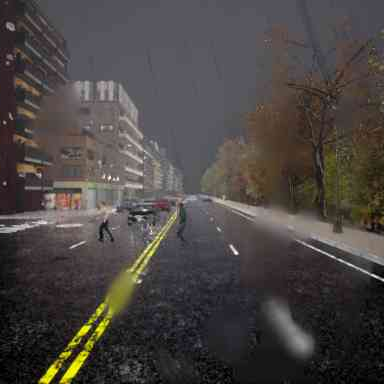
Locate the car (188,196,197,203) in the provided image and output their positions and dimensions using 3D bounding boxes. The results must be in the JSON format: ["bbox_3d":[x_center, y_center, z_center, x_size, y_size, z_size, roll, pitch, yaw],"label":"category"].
[{"bbox_3d":[0.014,1.605,70.241,1.895,1.301,4.718,0,0,0],"label":"car"}]

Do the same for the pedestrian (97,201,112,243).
[{"bbox_3d":[-3.859,1.300,14.666,0.375,1.860,0.375,0,0,0],"label":"pedestrian"}]

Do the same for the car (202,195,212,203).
[{"bbox_3d":[3.264,1.605,70.241,1.895,1.301,4.718,0,0,0],"label":"car"}]

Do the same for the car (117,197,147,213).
[{"bbox_3d":[-6.732,1.356,36.538,2.097,1.767,4.553,0,0,3],"label":"car"}]

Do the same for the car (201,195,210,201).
[{"bbox_3d":[3.266,1.473,80.211,2.033,1.411,5.357,0,0,0],"label":"car"}]

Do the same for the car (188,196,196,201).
[{"bbox_3d":[0.016,1.529,80.241,1.895,1.301,4.718,0,0,0],"label":"car"}]

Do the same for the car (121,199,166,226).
[{"bbox_3d":[-3.354,1.535,23.845,2.128,1.511,4.902,0,0,0],"label":"car"}]

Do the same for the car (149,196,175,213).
[{"bbox_3d":[-3.342,1.481,37.462,1.882,1.535,5.008,0,0,0],"label":"car"}]

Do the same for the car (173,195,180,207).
[{"bbox_3d":[-3.335,1.609,51.207,1.895,1.301,4.718,0,0,0],"label":"car"}]

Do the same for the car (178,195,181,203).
[{"bbox_3d":[-3.255,1.368,66.835,2.097,1.767,4.553,0,0,0],"label":"car"}]

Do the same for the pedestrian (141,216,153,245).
[{"bbox_3d":[-1.900,1.574,14.067,0.375,1.300,0.375,0,0,0],"label":"pedestrian"}]

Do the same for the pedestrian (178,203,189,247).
[{"bbox_3d":[-0.372,1.294,13.467,0.375,1.860,0.375,0,0,0],"label":"pedestrian"}]

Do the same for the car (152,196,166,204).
[{"bbox_3d":[-6.507,1.508,66.254,2.128,1.511,4.902,0,0,1],"label":"car"}]
